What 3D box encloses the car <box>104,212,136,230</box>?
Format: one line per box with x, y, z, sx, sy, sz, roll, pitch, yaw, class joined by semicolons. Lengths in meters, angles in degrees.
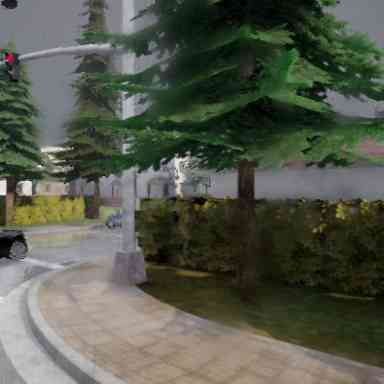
-3.405;1.592;21.295;1.812;1.442;4.674;0;0;35;car

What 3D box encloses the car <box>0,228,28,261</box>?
-6.939;1.526;9.668;1.882;1.535;5.008;-2;-1;7;car
